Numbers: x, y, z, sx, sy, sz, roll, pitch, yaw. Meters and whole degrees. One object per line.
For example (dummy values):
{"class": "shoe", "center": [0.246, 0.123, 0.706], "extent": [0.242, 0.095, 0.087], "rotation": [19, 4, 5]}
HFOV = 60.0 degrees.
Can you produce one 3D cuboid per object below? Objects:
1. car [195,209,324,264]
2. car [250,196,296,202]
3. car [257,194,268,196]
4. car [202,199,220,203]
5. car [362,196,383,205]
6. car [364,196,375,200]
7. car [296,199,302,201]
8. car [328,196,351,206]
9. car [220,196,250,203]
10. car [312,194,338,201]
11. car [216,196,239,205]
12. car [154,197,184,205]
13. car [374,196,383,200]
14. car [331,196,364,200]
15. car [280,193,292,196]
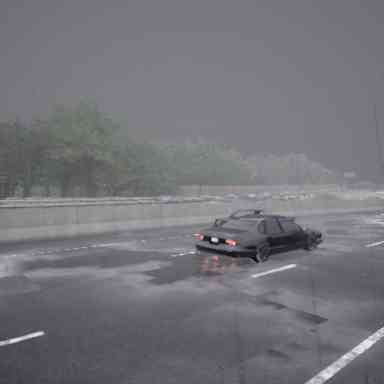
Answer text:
{"class": "car", "center": [2.575, 1.497, 11.735], "extent": [5.357, 1.411, 2.033], "rotation": [0, 0, -41]}
{"class": "car", "center": [8.880, 1.440, 36.145], "extent": [4.892, 1.490, 1.837], "rotation": [1, 0, -41]}
{"class": "car", "center": [14.704, 1.159, 70.308], "extent": [1.837, 1.490, 4.892], "rotation": [1, 1, 33]}
{"class": "car", "center": [3.351, 1.486, 40.608], "extent": [4.718, 1.301, 1.895], "rotation": [1, 0, -41]}
{"class": "car", "center": [39.125, 1.844, 71.864], "extent": [5.566, 2.045, 2.150], "rotation": [2, -1, -41]}
{"class": "car", "center": [32.269, 1.873, 61.195], "extent": [4.892, 1.490, 1.837], "rotation": [1, -1, -41]}
{"class": "car", "center": [15.484, 1.647, 51.217], "extent": [4.718, 1.301, 1.895], "rotation": [1, 0, -41]}
{"class": "car", "center": [27.292, 1.643, 61.494], "extent": [4.553, 1.767, 2.097], "rotation": [1, -1, -41]}
{"class": "car", "center": [6.137, 1.457, 38.398], "extent": [5.357, 1.411, 2.033], "rotation": [0, 0, -41]}
{"class": "car", "center": [20.559, 1.341, 50.986], "extent": [5.566, 2.045, 2.150], "rotation": [1, -1, -41]}
{"class": "car", "center": [6.111, 1.409, 56.988], "extent": [1.895, 1.301, 4.718], "rotation": [1, 1, 33]}
{"class": "car", "center": [-2.979, 1.355, 43.939], "extent": [1.812, 1.442, 4.674], "rotation": [1, 0, 38]}
{"class": "car", "center": [34.581, 1.906, 58.567], "extent": [4.902, 1.511, 2.128], "rotation": [1, -1, -41]}
{"class": "car", "center": [22.494, 1.657, 48.042], "extent": [4.674, 1.442, 1.812], "rotation": [1, -1, -41]}
{"class": "car", "center": [23.592, 0.941, 83.364], "extent": [2.033, 1.411, 5.357], "rotation": [1, 2, 35]}
